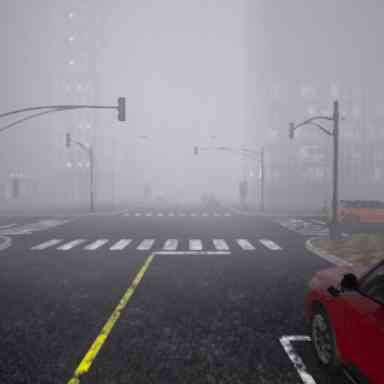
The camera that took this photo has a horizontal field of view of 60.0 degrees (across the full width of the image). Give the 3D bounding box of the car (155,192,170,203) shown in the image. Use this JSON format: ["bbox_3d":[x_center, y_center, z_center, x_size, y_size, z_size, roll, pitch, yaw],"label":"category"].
[{"bbox_3d":[-5.317,1.113,57.044,1.967,1.590,4.097,-1,0,0],"label":"car"}]

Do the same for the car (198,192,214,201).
[{"bbox_3d":[2.548,1.020,51.542,2.192,1.841,5.009,-1,0,0],"label":"car"}]

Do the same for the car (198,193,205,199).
[{"bbox_3d":[2.572,1.054,90.215,1.802,1.307,4.206,-1,0,0],"label":"car"}]

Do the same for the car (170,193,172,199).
[{"bbox_3d":[-5.314,1.222,62.569,1.802,1.307,4.206,-1,0,0],"label":"car"}]

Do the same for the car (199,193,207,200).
[{"bbox_3d":[2.569,1.084,79.165,1.887,1.381,4.507,-1,0,0],"label":"car"}]

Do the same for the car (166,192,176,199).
[{"bbox_3d":[-5.313,0.821,84.665,2.192,1.841,5.009,-1,0,0],"label":"car"}]

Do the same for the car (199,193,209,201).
[{"bbox_3d":[2.567,1.014,73.640,1.967,1.590,4.097,-1,0,0],"label":"car"}]

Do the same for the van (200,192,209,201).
[{"bbox_3d":[2.564,0.948,68.116,1.690,1.788,3.998,-1,0,0],"label":"van"}]

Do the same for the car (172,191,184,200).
[{"bbox_3d":[-2.736,0.549,72.752,2.097,1.767,4.553,0,0,0],"label":"car"}]

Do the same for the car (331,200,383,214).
[{"bbox_3d":[11.198,1.271,20.891,4.553,1.767,2.097,0,1,0],"label":"car"}]

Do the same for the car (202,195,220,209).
[{"bbox_3d":[2.529,1.351,40.494,1.802,1.307,4.206,-1,0,0],"label":"car"}]

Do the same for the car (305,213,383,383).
[{"bbox_3d":[2.551,1.300,2.560,2.192,1.841,5.009,-1,0,0],"label":"car"}]
